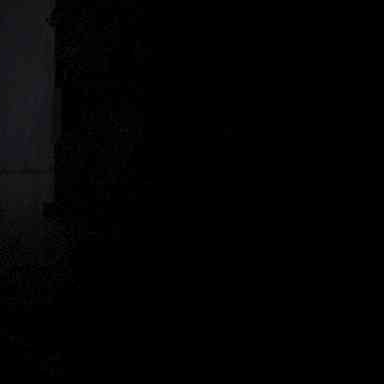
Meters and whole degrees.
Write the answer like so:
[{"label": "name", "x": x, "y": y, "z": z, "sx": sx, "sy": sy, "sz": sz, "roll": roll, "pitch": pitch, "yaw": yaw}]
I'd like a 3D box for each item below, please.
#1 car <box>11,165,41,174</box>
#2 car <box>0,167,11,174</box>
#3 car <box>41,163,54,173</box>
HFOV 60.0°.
[{"label": "car", "x": -22.088, "y": -2.923, "z": 46.062, "sx": 4.892, "sy": 1.521, "sz": 2.231, "roll": 1, "pitch": 0, "yaw": 27}, {"label": "car", "x": -26.921, "y": -2.932, "z": 48.518, "sx": 4.674, "sy": 1.452, "sz": 2.002, "roll": 1, "pitch": 0, "yaw": 28}, {"label": "car", "x": -17.006, "y": -2.982, "z": 43.622, "sx": 4.553, "sy": 1.767, "sz": 2.185, "roll": 1, "pitch": 0, "yaw": 26}]
